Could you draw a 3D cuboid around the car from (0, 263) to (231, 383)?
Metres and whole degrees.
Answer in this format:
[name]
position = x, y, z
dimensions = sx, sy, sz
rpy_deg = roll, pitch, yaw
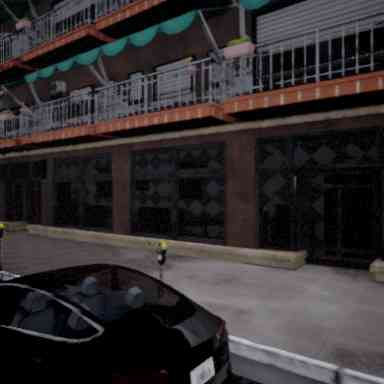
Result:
[car]
position = -1.603, 1.565, 4.013
dimensions = 4.313, 1.339, 1.947
rpy_deg = 0, 0, 35
